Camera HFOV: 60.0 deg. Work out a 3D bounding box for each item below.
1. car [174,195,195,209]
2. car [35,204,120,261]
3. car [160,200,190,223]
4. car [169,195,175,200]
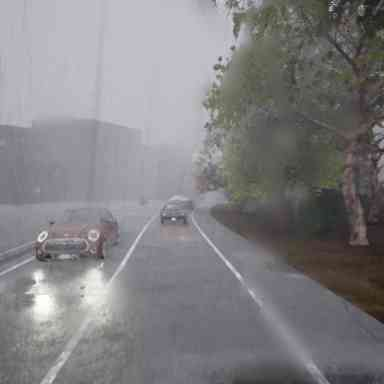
[{"bbox_3d":[-0.734,1.374,42.852,1.812,1.442,4.674,0,0,6],"label":"car"},{"bbox_3d":[-4.015,1.368,12.337,2.097,1.767,4.553,-1,0,-4],"label":"car"},{"bbox_3d":[-1.337,1.544,24.953,1.895,1.301,4.718,0,0,-2],"label":"car"},{"bbox_3d":[-2.515,1.266,54.114,1.812,1.442,4.674,1,1,11],"label":"car"}]
